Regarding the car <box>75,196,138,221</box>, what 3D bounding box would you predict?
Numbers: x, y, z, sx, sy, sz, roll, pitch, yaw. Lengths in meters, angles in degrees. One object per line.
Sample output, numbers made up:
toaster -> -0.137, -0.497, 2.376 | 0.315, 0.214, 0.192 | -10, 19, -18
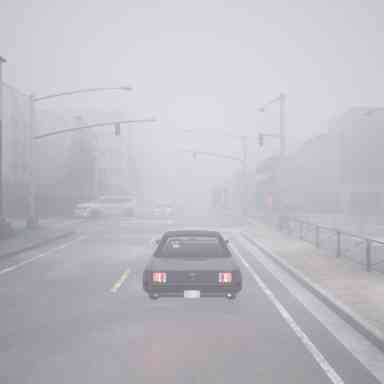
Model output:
car -> -7.485, 1.381, 29.599 | 5.566, 2.045, 2.150 | 1, 0, -42

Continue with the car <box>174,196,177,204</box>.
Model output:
car -> -3.965, 1.506, 63.380 | 1.837, 1.490, 4.892 | 0, 0, 0

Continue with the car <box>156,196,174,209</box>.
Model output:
car -> -3.897, 1.525, 46.227 | 1.812, 1.442, 4.674 | 0, 0, 0

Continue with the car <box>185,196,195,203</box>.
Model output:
car -> -0.433, 1.491, 66.649 | 2.128, 1.511, 4.902 | 0, 0, 0

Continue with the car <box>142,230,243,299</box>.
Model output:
car -> 0.012, 1.601, 8.367 | 1.895, 1.301, 4.718 | 0, 0, 0
